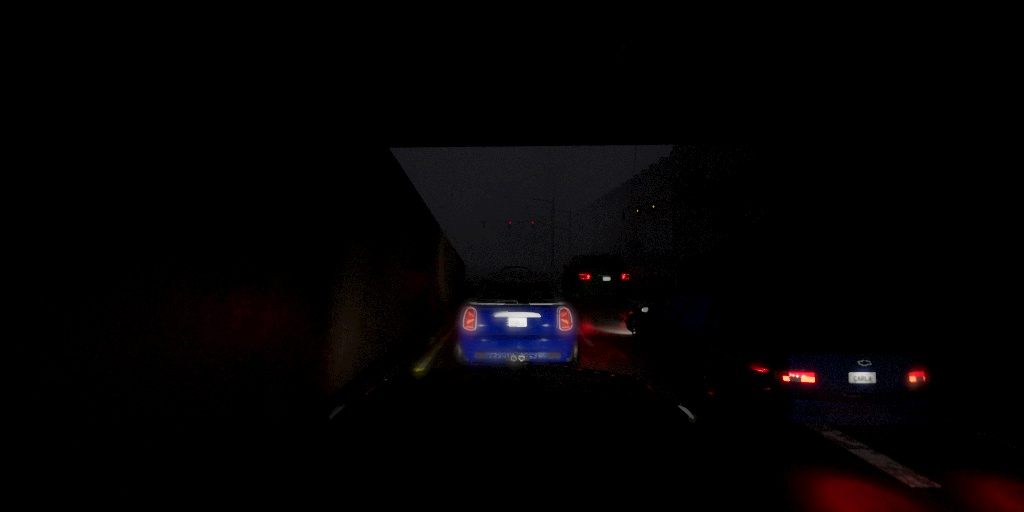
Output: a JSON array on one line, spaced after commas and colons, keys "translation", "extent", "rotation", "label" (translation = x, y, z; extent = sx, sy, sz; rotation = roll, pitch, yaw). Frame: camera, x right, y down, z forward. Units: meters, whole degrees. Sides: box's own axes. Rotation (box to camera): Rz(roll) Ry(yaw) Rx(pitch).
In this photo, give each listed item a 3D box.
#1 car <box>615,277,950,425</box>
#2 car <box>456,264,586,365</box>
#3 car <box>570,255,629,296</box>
[{"translation": [3.610, 1.297, 6.197], "extent": [2.033, 1.411, 5.357], "rotation": [0, 0, 0], "label": "car"}, {"translation": [0.107, 1.102, 7.968], "extent": [2.097, 1.767, 4.553], "rotation": [0, 0, 0], "label": "car"}, {"translation": [3.644, 0.970, 16.444], "extent": [2.150, 2.045, 5.566], "rotation": [0, 0, 0], "label": "car"}]
